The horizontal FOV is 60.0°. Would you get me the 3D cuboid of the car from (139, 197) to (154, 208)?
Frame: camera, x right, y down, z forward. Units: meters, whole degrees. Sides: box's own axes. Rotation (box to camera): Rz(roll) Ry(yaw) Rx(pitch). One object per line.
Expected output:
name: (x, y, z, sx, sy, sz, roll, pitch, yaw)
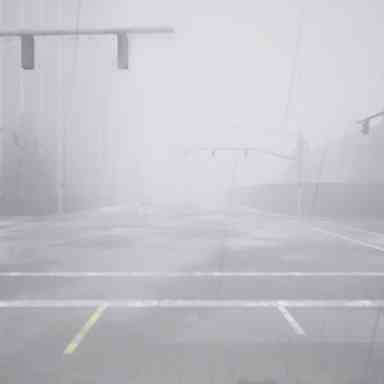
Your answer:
car: (-7.009, 1.622, 51.977, 1.837, 1.490, 4.892, 0, 0, 0)
